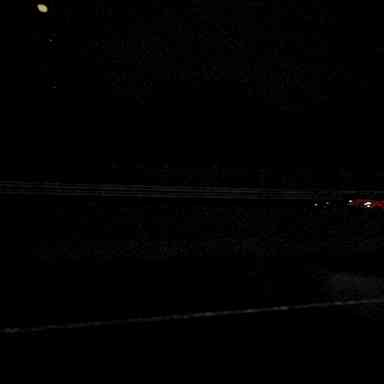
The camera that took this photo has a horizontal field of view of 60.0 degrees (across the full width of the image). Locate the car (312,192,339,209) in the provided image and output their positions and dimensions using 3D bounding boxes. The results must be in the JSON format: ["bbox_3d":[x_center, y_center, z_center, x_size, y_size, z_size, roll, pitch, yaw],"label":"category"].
[{"bbox_3d":[11.450,0.740,25.051,4.892,1.490,1.837,1,3,-16],"label":"car"}]

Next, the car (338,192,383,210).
[{"bbox_3d":[12.362,0.776,21.663,4.553,1.767,2.097,1,3,-16],"label":"car"}]
